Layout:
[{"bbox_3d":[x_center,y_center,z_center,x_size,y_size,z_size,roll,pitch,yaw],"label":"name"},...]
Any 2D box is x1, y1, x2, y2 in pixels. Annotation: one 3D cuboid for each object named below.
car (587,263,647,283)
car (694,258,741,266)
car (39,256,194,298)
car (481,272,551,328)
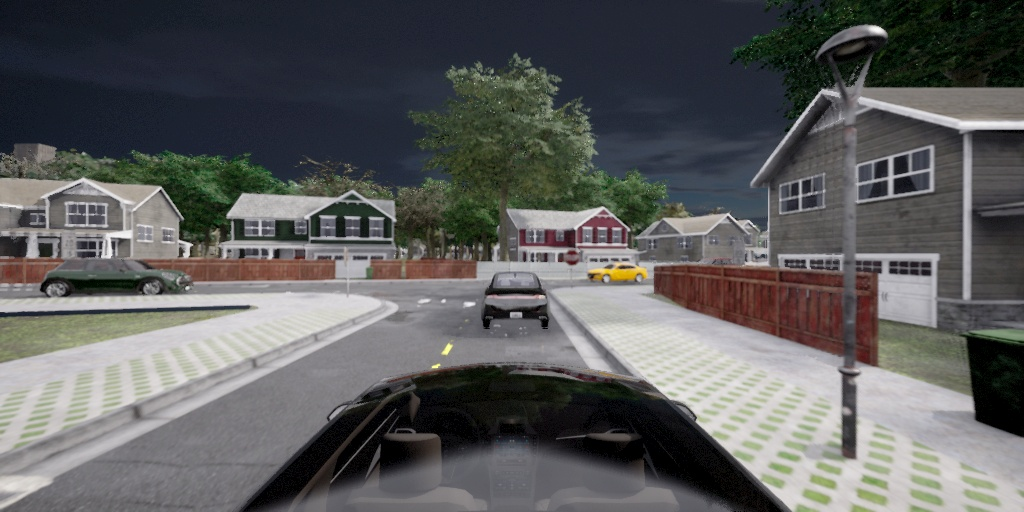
[{"bbox_3d":[8.335,1.312,28.479,5.008,1.535,1.882,1,0,-21],"label":"car"},{"bbox_3d":[17.800,1.156,31.935,5.566,2.045,2.150,1,0,-20],"label":"car"},{"bbox_3d":[-17.288,0.888,16.028,4.553,1.767,2.097,1,0,-20],"label":"car"},{"bbox_3d":[0.104,1.231,11.217,2.128,1.511,4.902,0,0,0],"label":"car"}]
